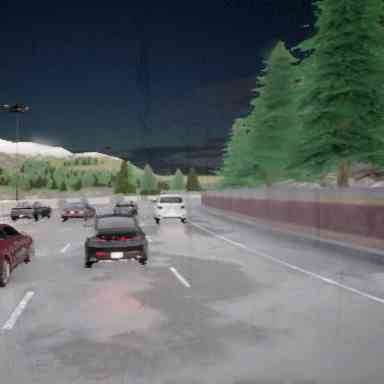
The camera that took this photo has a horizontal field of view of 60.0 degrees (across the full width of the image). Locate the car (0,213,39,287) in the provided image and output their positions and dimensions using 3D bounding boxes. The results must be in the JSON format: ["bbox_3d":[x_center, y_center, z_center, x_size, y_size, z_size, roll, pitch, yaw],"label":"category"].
[{"bbox_3d":[-5.629,1.539,8.954,1.812,1.442,4.674,0,0,-15],"label":"car"}]

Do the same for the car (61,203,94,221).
[{"bbox_3d":[-9.120,1.556,26.958,2.033,1.411,5.357,0,0,-7],"label":"car"}]

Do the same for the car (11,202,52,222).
[{"bbox_3d":[-12.501,1.516,26.207,2.128,1.511,4.902,0,0,-7],"label":"car"}]

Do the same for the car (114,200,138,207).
[{"bbox_3d":[-5.835,1.484,29.337,2.128,1.511,4.902,0,0,-6],"label":"car"}]

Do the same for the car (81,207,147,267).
[{"bbox_3d":[-2.677,1.502,11.570,1.837,1.490,4.892,0,0,-14],"label":"car"}]

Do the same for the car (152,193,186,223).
[{"bbox_3d":[-1.792,1.203,25.324,2.150,2.045,5.566,0,0,-8],"label":"car"}]

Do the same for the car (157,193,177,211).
[{"bbox_3d":[-3.130,1.190,42.833,2.150,2.045,5.566,0,0,-1],"label":"car"}]
